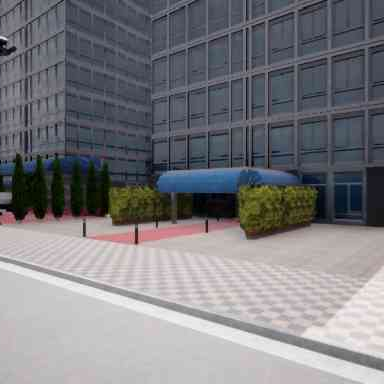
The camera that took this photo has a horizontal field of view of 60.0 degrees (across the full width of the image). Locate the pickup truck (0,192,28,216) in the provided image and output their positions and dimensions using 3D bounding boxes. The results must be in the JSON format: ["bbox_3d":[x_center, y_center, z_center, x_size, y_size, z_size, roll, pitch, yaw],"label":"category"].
[{"bbox_3d":[-15.317,1.059,27.938,2.390,2.098,6.274,0,0,-22],"label":"pickup truck"}]
